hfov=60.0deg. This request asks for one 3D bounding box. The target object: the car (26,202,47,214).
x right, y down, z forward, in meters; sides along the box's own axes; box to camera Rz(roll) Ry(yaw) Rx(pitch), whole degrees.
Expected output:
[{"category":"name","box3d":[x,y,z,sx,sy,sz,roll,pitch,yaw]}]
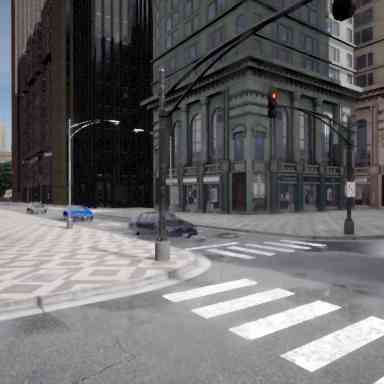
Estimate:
[{"category":"car","box3d":[-22.361,2.257,47.843,2.097,1.767,4.553,0,-1,-35]}]

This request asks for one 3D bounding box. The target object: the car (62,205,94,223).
[{"category":"car","box3d":[-10.865,2.016,31.458,1.882,1.535,5.008,0,-1,-35]}]

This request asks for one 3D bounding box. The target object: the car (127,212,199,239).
[{"category":"car","box3d":[-1.837,1.814,18.697,2.033,1.411,5.357,0,-1,-35]}]
